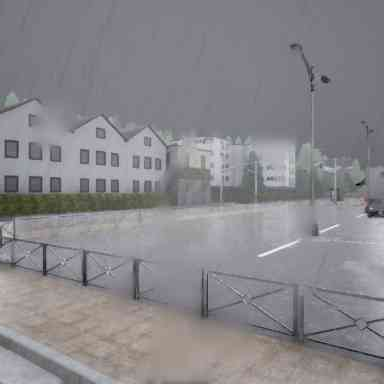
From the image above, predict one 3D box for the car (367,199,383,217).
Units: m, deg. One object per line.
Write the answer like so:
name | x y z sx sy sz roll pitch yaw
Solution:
car | 15.439 1.298 26.800 2.007 1.523 4.514 0 0 35
